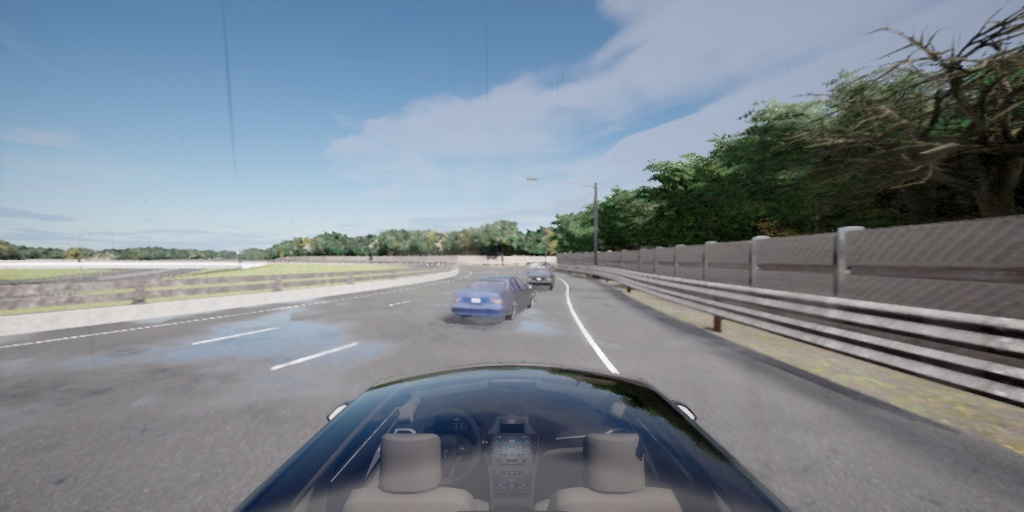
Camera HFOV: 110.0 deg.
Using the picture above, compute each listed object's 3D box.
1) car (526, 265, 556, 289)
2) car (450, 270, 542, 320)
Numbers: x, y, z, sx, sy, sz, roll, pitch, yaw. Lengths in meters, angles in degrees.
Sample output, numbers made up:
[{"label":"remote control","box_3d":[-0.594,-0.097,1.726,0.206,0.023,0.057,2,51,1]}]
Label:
[{"label":"car","box_3d":[2.088,1.568,25.596,2.033,1.411,5.357,0,-1,8]},{"label":"car","box_3d":[-0.457,1.420,13.270,2.033,1.411,5.357,0,-1,15]}]
